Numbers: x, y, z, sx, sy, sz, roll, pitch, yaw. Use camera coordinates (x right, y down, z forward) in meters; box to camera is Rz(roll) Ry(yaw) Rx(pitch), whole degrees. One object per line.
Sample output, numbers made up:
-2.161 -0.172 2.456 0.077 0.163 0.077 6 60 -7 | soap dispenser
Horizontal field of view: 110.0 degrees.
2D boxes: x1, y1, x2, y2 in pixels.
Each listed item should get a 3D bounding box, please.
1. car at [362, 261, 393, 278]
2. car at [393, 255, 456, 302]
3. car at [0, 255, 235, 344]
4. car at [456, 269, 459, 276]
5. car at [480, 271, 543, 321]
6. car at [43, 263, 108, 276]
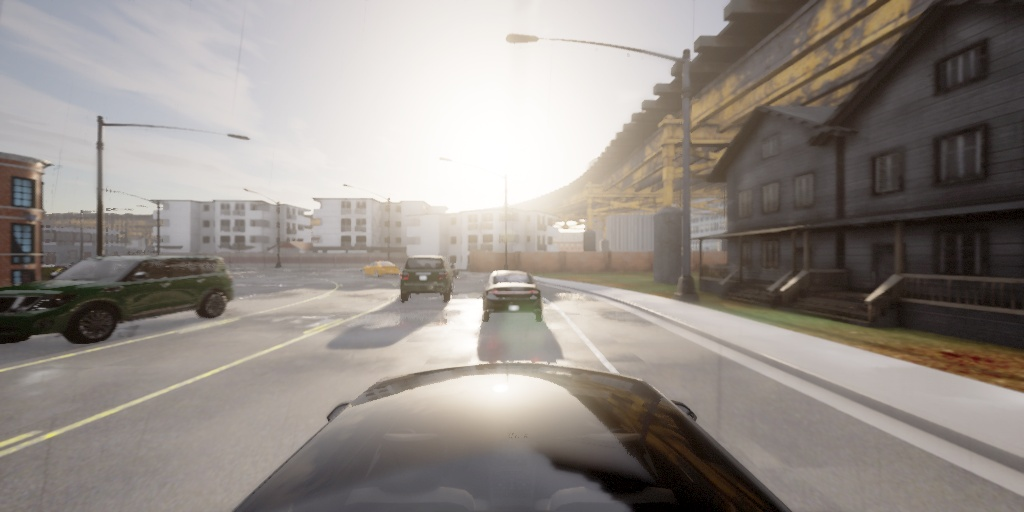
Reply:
-12.839 1.254 34.820 1.882 1.535 5.008 1 0 -43 | car
-4.038 0.986 17.488 2.150 2.045 5.566 0 0 -8 | car
-10.560 0.978 9.957 2.150 2.045 5.566 0 0 0 | car
-6.701 1.376 32.972 1.895 1.301 4.718 0 0 -35 | car
-0.076 1.250 12.494 2.128 1.511 4.902 0 0 -3 | car
-46.029 1.382 37.896 4.718 1.301 1.895 0 0 2 | car
